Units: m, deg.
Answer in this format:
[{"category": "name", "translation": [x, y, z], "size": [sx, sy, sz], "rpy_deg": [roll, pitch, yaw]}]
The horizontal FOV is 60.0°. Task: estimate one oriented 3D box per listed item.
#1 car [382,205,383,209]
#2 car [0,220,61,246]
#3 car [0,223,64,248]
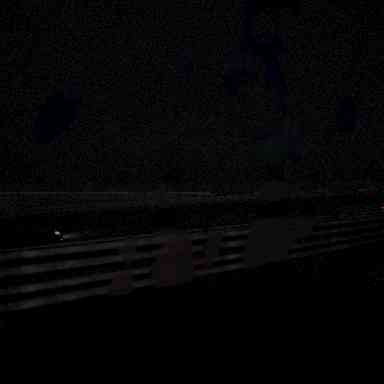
[{"category": "car", "translation": [21.658, 1.522, 33.811], "size": [5.357, 1.411, 2.033], "rpy_deg": [-3, 2, -24]}, {"category": "car", "translation": [-12.710, 3.138, 26.291], "size": [4.181, 1.385, 1.994], "rpy_deg": [-3, 2, -24]}, {"category": "car", "translation": [-11.332, 2.982, 23.072], "size": [4.553, 1.767, 2.097], "rpy_deg": [-3, 2, -24]}]
